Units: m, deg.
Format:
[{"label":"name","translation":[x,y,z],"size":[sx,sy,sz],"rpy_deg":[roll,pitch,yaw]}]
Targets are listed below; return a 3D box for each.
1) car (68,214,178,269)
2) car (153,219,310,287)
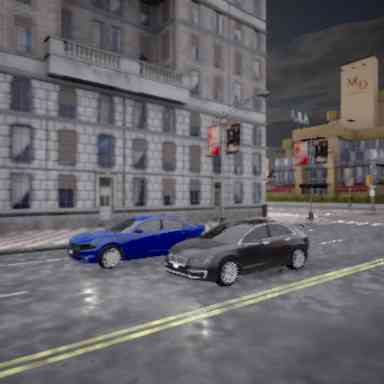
[{"label":"car","translation":[-1.699,1.557,11.627],"size":[5.008,1.535,1.882],"rpy_deg":[0,-1,-38]},{"label":"car","translation":[1.512,1.579,9.699],"size":[4.892,1.490,1.837],"rpy_deg":[0,0,-38]}]
